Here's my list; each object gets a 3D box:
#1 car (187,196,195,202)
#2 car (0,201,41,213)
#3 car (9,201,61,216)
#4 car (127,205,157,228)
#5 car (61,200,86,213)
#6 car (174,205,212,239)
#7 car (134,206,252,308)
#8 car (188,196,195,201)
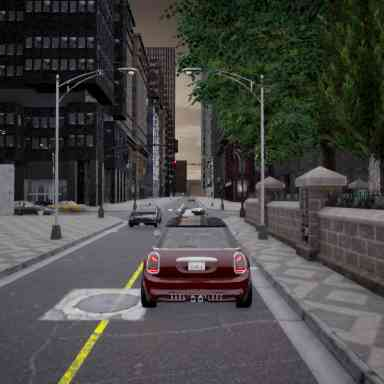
[{"bbox_3d":[-0.172,1.732,79.721,2.033,1.411,5.357,0,0,0],"label":"car"},{"bbox_3d":[-20.195,1.708,38.697,4.403,1.369,2.008,0,-1,0],"label":"car"},{"bbox_3d":[-14.702,1.518,30.156,4.403,1.369,2.008,0,-1,0],"label":"car"},{"bbox_3d":[-3.048,1.570,22.769,2.033,1.411,5.357,0,0,0],"label":"car"},{"bbox_3d":[-14.853,1.676,38.680,4.829,1.417,1.752,0,-1,0],"label":"car"},{"bbox_3d":[0.059,1.542,18.228,1.812,1.442,4.674,0,0,0],"label":"car"},{"bbox_3d":[0.081,1.357,8.102,2.097,1.767,4.553,0,0,0],"label":"car"},{"bbox_3d":[-0.195,1.712,90.140,1.812,1.442,4.674,0,0,0],"label":"car"}]
